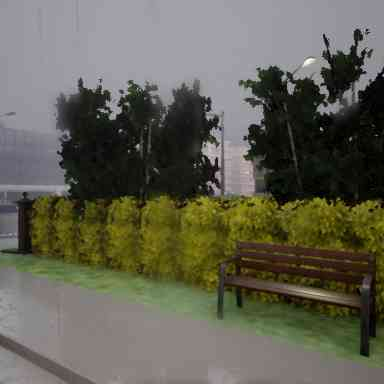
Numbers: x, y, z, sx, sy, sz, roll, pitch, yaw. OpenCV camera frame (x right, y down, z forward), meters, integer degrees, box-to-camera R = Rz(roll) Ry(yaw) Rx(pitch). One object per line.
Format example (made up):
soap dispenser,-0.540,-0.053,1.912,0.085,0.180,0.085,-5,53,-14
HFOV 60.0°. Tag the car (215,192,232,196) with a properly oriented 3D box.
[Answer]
car,6.817,0.691,68.293,1.882,1.535,5.008,0,1,35

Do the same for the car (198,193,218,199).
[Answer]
car,3.443,0.818,69.564,1.895,1.301,4.718,0,1,35

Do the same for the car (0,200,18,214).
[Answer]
car,-18.267,1.577,32.761,1.895,1.301,4.718,0,0,35
